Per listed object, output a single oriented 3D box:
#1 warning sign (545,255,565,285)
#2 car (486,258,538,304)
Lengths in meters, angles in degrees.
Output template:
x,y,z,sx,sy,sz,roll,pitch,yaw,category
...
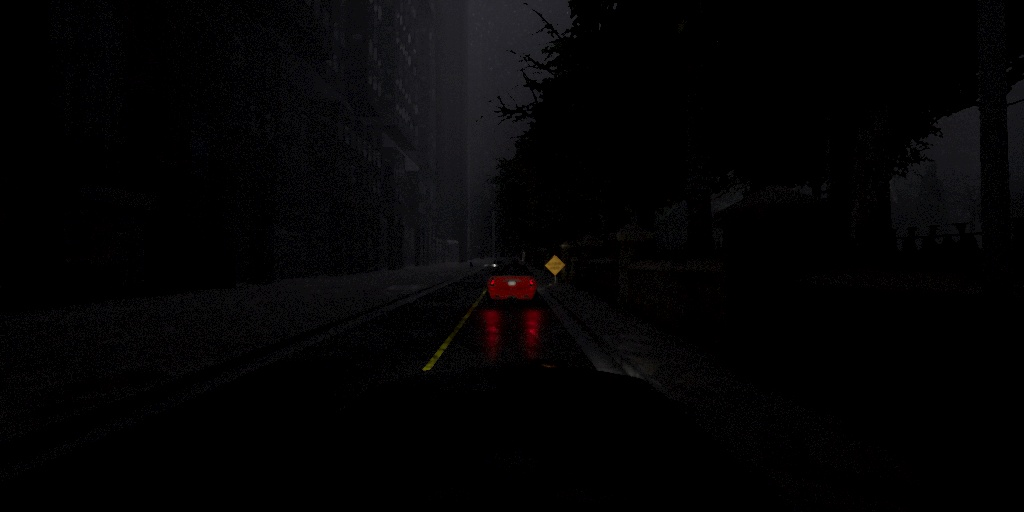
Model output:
x,y,z,sx,sy,sz,roll,pitch,yaw,category
2.718,0.858,22.441,1.300,1.860,1.060,0,0,0,warning sign
0.000,1.115,16.471,2.097,1.767,4.553,0,0,0,car
